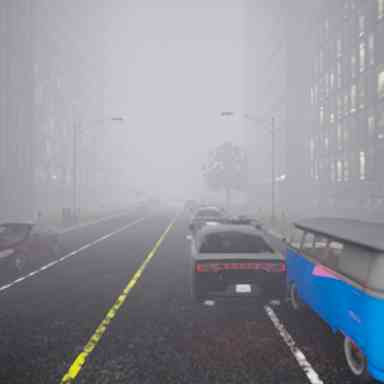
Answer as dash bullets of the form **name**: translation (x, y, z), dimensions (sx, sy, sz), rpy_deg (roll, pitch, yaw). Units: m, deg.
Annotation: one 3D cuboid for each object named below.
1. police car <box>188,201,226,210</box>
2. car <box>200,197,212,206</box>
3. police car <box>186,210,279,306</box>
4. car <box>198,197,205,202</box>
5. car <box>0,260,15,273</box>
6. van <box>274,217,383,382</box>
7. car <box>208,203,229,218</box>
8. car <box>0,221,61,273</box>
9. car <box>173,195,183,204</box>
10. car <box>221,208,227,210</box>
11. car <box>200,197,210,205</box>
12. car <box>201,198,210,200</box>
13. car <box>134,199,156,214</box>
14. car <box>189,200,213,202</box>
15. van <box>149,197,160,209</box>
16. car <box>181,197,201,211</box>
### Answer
- **police car**: translation (0.871, 1.541, 18.345), dimensions (1.930, 1.638, 5.238), rpy_deg (0, 0, 0)
- **car**: translation (2.591, 1.802, 62.142), dimensions (1.967, 1.590, 4.097), rpy_deg (0, 0, 0)
- **police car**: translation (0.887, 1.478, 8.345), dimensions (1.930, 1.638, 5.238), rpy_deg (0, 0, 0)
- **car**: translation (2.545, 2.033, 90.604), dimensions (1.887, 1.381, 4.507), rpy_deg (0, 0, 0)
- **car**: translation (-3.002, 1.536, 1.551), dimensions (1.812, 1.442, 4.674), rpy_deg (0, 0, 0)
- **van**: translation (2.682, 1.375, 5.220), dimensions (1.690, 1.788, 3.998), rpy_deg (0, 0, 0)
- **car**: translation (2.636, 1.793, 33.680), dimensions (1.802, 1.307, 4.206), rpy_deg (0, 0, 0)
- **car**: translation (-5.708, 1.651, 10.899), dimensions (1.802, 1.307, 4.206), rpy_deg (0, 0, 0)
- **car**: translation (-3.125, 1.651, 76.782), dimensions (2.150, 2.045, 5.566), rpy_deg (0, 0, 0)
- **car**: translation (2.664, 1.687, 16.602), dimensions (1.802, 1.307, 4.206), rpy_deg (0, 0, 0)
- **car**: translation (2.581, 1.829, 67.834), dimensions (1.967, 1.590, 4.097), rpy_deg (0, 0, 0)
- **car**: translation (2.618, 1.828, 45.065), dimensions (2.008, 1.369, 4.403), rpy_deg (0, 0, 0)
- **car**: translation (-5.754, 1.797, 39.362), dimensions (2.008, 1.369, 4.403), rpy_deg (0, 0, 0)
- **car**: translation (0.861, 1.631, 24.235), dimensions (1.882, 1.535, 5.008), rpy_deg (0, 0, 0)
- **van**: translation (-5.772, 1.649, 50.748), dimensions (1.690, 1.788, 3.998), rpy_deg (0, 0, 0)
- **car**: translation (-0.066, 1.754, 44.818), dimensions (1.882, 1.535, 5.008), rpy_deg (0, 0, 1)
